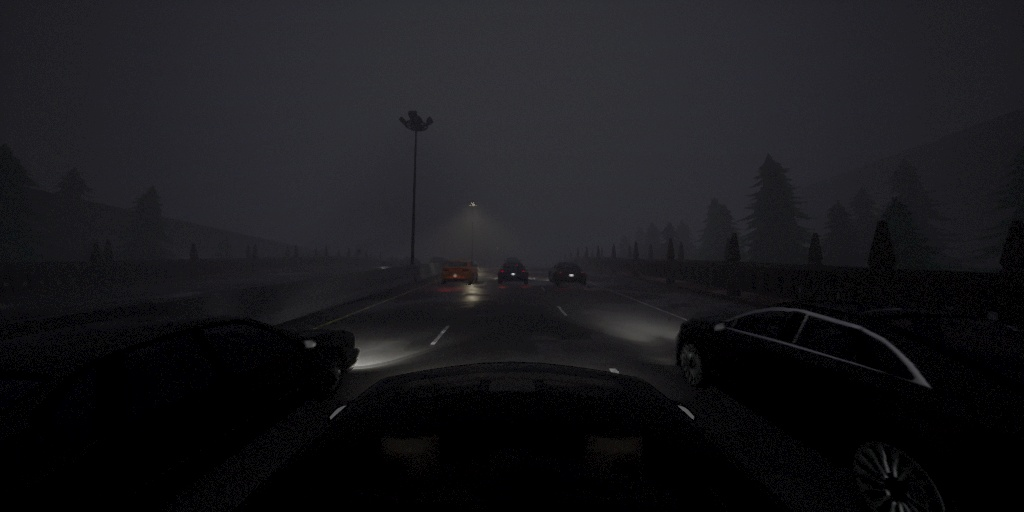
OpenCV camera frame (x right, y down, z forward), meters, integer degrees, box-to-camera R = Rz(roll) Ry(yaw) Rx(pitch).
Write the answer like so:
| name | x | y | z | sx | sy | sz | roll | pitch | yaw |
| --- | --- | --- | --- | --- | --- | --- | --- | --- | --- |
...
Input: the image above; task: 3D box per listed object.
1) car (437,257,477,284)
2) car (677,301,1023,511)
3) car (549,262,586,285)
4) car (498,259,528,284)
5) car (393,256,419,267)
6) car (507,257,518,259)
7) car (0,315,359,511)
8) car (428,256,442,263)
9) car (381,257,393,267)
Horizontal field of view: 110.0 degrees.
| name | x | y | z | sx | sy | sz | roll | pitch | yaw |
| --- | --- | --- | --- | --- | --- | --- | --- | --- | --- |
| car | -3.429 | 1.010 | 24.093 | 1.882 | 1.535 | 5.008 | 0 | 1 | 0 |
| car | 3.597 | 1.236 | 3.924 | 2.128 | 1.511 | 4.902 | 0 | 0 | 0 |
| car | 3.572 | 1.103 | 23.563 | 1.994 | 1.385 | 4.181 | 0 | 1 | 0 |
| car | 0.070 | 1.092 | 24.592 | 1.994 | 1.385 | 4.181 | 0 | 1 | 0 |
| car | -14.109 | 0.793 | 49.223 | 2.128 | 1.511 | 4.902 | 0 | 0 | 0 |
| car | 0.049 | 0.874 | 41.436 | 1.812 | 1.442 | 4.674 | 0 | 1 | 0 |
| car | -3.402 | 1.297 | 3.364 | 2.033 | 1.411 | 5.357 | 0 | 0 | 0 |
| car | -10.591 | 0.797 | 51.315 | 1.882 | 1.535 | 5.008 | 0 | -1 | 0 |
| car | -17.576 | 0.894 | 52.917 | 2.033 | 1.411 | 5.357 | 0 | -1 | 0 |
